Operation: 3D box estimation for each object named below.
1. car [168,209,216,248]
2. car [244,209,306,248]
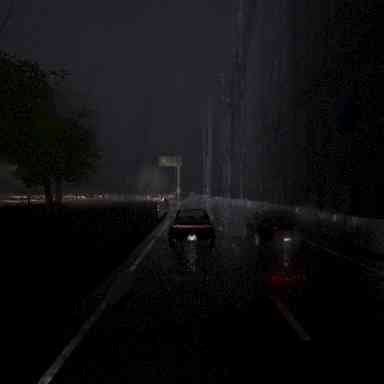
[{"bbox_3d":[0.001,1.492,14.651,2.128,1.511,4.902,0,0,0],"label":"car"},{"bbox_3d":[3.500,1.513,14.650,1.837,1.490,4.892,0,0,0],"label":"car"}]
